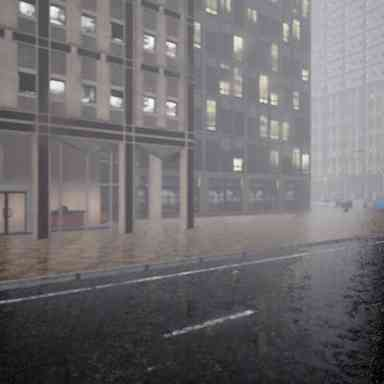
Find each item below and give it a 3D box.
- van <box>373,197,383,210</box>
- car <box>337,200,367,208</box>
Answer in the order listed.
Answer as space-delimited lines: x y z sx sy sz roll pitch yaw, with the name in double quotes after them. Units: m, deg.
28.093 1.683 47.408 1.690 1.788 3.998 0 0 -34 "van"
24.916 1.862 51.945 1.887 1.381 4.507 0 0 -34 "car"
